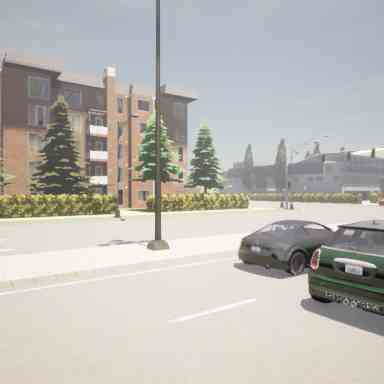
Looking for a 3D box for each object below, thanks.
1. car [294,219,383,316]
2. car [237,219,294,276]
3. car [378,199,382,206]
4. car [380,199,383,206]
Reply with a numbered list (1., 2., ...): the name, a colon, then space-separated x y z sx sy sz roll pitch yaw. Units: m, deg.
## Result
1. car: 4.505 1.352 6.944 4.553 1.767 2.097 0 0 -36
2. car: 3.419 1.564 10.460 4.181 1.385 1.994 0 0 -36
3. car: 31.241 1.351 51.754 4.553 1.767 2.097 0 0 -18
4. car: 11.496 1.352 16.264 4.553 1.767 2.097 0 0 -36
